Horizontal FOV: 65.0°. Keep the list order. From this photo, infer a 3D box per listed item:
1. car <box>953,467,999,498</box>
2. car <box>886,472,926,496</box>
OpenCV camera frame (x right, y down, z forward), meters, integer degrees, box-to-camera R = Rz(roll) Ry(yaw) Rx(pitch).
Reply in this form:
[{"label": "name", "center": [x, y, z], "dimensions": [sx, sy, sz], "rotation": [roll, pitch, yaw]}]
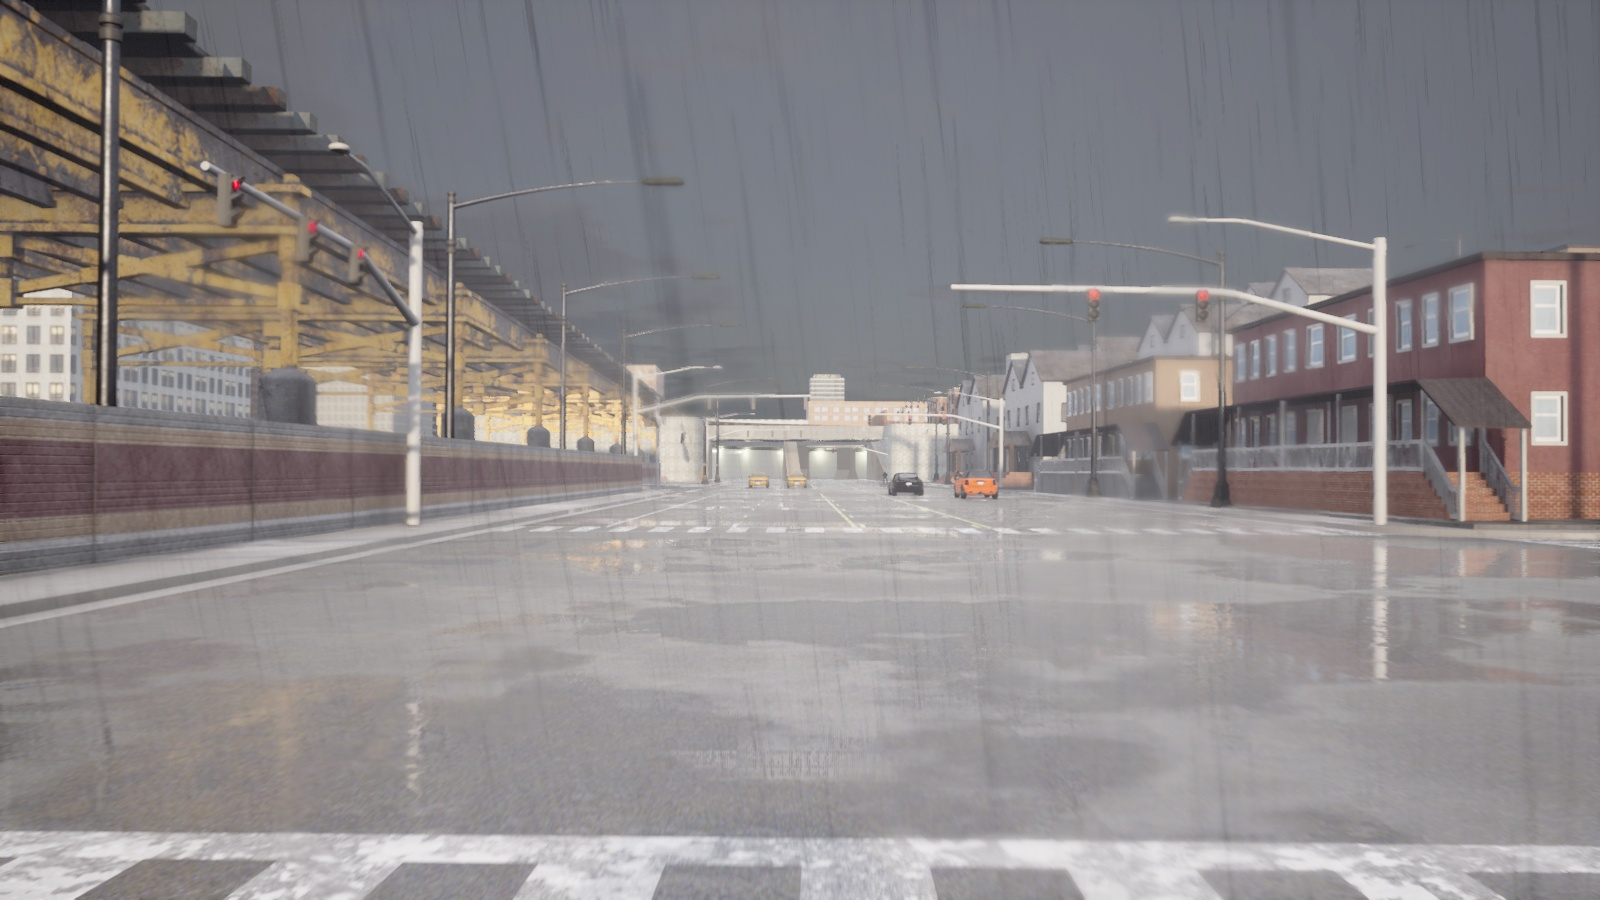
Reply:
[{"label": "car", "center": [10.334, 1.871, 74.033], "dimensions": [2.097, 1.767, 4.553], "rotation": [0, -1, 0]}, {"label": "car", "center": [6.819, 2.142, 80.925], "dimensions": [2.163, 1.488, 4.792], "rotation": [0, -1, 0]}]
